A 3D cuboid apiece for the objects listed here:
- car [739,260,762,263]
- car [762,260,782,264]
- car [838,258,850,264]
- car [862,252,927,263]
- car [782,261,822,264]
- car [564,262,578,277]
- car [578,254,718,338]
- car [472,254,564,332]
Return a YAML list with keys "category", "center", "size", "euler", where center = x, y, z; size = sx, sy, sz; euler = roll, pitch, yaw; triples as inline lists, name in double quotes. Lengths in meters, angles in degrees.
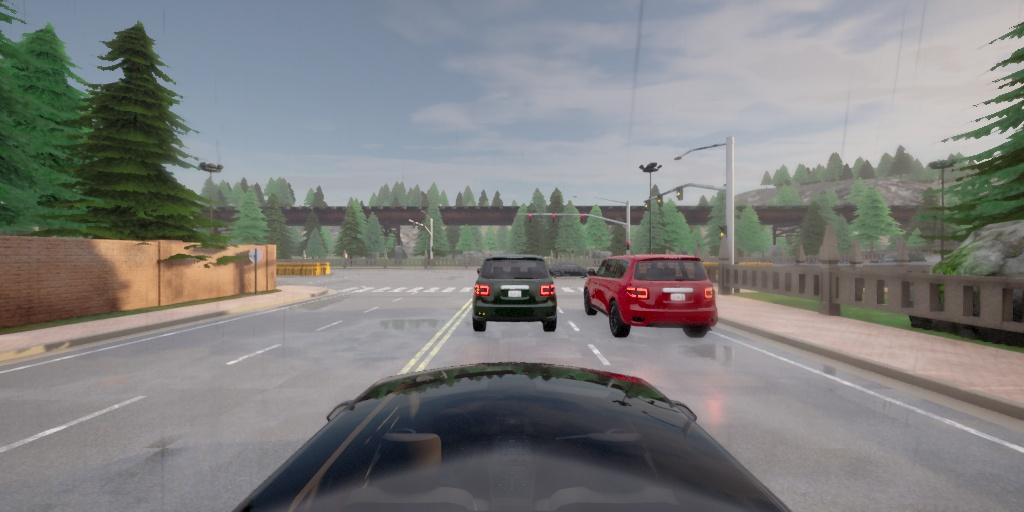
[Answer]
- category: "car"
  center: [25.834, 1.241, 42.051]
  size: [4.902, 1.511, 2.128]
  euler: [0, 0, 0]
- category: "car"
  center: [31.383, 1.297, 45.541]
  size: [5.357, 1.411, 2.033]
  euler: [0, 0, 0]
- category: "car"
  center: [41.762, 1.081, 45.505]
  size: [4.902, 1.511, 2.128]
  euler: [-2, 0, 0]
- category: "car"
  center: [45.143, 0.669, 42.006]
  size: [5.566, 2.045, 2.150]
  euler: [-3, 0, -1]
- category: "car"
  center: [34.747, 1.302, 42.021]
  size: [4.181, 1.385, 1.994]
  euler: [0, 0, 0]
- category: "car"
  center: [5.153, 1.275, 31.462]
  size: [4.674, 1.442, 1.812]
  euler: [0, 0, 0]
- category: "car"
  center: [3.571, 0.971, 10.344]
  size: [2.150, 2.045, 5.566]
  euler: [0, 0, 0]
- category: "car"
  center: [0.071, 0.971, 11.021]
  size: [2.150, 2.045, 5.566]
  euler: [0, 0, 0]
